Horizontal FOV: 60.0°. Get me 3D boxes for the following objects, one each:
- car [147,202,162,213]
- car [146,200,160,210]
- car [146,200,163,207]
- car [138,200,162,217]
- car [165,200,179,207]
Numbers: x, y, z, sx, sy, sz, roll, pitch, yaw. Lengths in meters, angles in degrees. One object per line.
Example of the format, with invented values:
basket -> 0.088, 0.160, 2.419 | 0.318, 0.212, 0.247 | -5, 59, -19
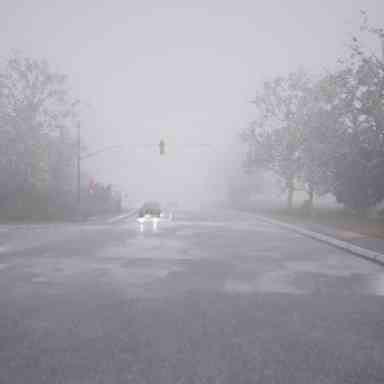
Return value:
car -> -4.759, 1.893, 42.177 | 1.895, 1.301, 4.718 | 0, -1, -7
car -> -6.180, 2.003, 52.244 | 1.882, 1.535, 5.008 | 0, -1, -10
car -> -8.120, 2.532, 71.997 | 2.033, 1.411, 5.357 | 0, -1, -25
car -> -4.023, 1.697, 32.261 | 1.994, 1.385, 4.181 | 0, -1, -3
car -> -4.411, 2.442, 72.125 | 1.882, 1.535, 5.008 | 0, -1, -22
